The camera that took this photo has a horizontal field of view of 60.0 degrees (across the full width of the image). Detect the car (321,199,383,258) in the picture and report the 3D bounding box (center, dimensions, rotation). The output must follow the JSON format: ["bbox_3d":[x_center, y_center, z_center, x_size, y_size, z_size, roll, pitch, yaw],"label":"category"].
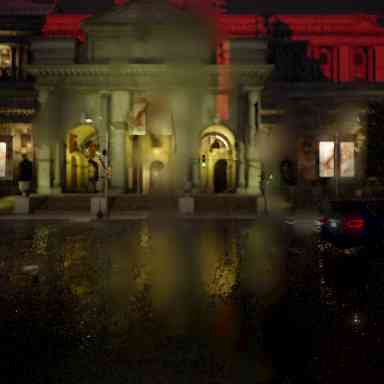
[{"bbox_3d":[7.775,1.288,12.946,5.566,2.045,2.150,0,-2,-16],"label":"car"}]
